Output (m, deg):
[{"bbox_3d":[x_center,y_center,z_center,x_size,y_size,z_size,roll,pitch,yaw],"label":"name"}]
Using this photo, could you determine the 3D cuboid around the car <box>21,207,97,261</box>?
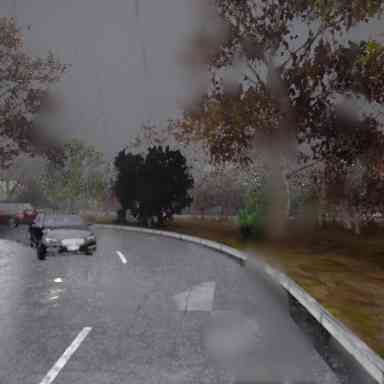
[{"bbox_3d":[-5.056,1.528,12.753,2.128,1.511,4.902,1,-1,-31],"label":"car"}]

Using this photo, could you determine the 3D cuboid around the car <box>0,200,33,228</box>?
[{"bbox_3d":[-12.694,1.431,22.355,4.553,1.767,2.097,0,-1,13],"label":"car"}]
